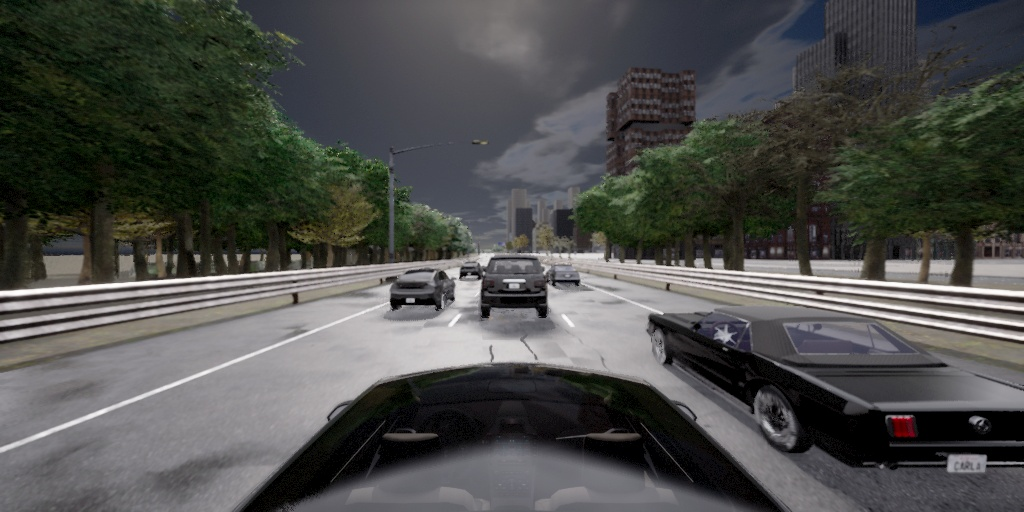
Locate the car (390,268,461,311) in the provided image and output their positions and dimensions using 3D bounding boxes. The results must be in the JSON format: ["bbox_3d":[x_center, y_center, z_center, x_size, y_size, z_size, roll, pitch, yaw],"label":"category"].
[{"bbox_3d":[-3.447,1.259,14.552,1.837,1.490,4.892,0,0,0],"label":"car"}]

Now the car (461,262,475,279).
[{"bbox_3d":[-3.631,1.255,32.529,1.837,1.490,4.892,0,0,-1],"label":"car"}]

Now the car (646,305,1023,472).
[{"bbox_3d":[3.592,1.351,5.048,1.895,1.301,4.718,0,0,0],"label":"car"}]

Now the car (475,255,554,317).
[{"bbox_3d":[0.073,0.975,13.248,2.150,2.045,5.566,0,0,0],"label":"car"}]

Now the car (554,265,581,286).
[{"bbox_3d":[3.467,1.299,25.043,2.033,1.411,5.357,0,0,-1],"label":"car"}]
